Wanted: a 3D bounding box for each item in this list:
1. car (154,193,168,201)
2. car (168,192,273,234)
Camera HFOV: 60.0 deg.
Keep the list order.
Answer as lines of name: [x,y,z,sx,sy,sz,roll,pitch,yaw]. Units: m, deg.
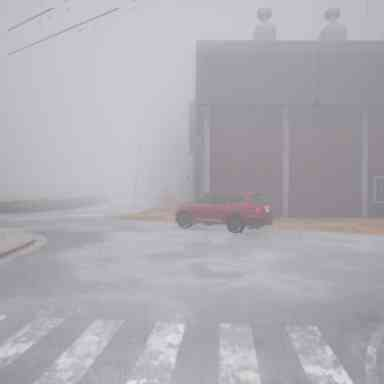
car: [-5.505,0.880,67.552,2.097,1.767,4.553,0,1,37]
car: [1.611,1.018,18.136,5.566,2.045,2.150,0,-1,40]
